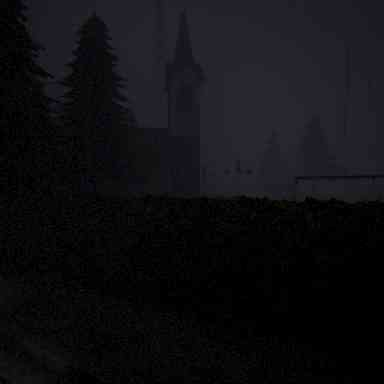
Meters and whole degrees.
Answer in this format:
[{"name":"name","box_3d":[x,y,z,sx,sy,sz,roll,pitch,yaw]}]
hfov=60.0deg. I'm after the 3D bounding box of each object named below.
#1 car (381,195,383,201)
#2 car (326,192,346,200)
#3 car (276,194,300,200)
[{"name":"car","box_3d":[38.539,1.323,67.718,3.806,1.475,1.970,1,0,35]},{"name":"car","box_3d":[36.560,1.168,83.865,3.633,1.501,1.845,1,0,35]},{"name":"car","box_3d":[21.652,1.124,76.098,4.514,1.523,2.007,1,0,35]}]
